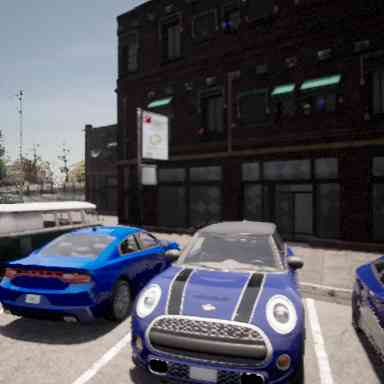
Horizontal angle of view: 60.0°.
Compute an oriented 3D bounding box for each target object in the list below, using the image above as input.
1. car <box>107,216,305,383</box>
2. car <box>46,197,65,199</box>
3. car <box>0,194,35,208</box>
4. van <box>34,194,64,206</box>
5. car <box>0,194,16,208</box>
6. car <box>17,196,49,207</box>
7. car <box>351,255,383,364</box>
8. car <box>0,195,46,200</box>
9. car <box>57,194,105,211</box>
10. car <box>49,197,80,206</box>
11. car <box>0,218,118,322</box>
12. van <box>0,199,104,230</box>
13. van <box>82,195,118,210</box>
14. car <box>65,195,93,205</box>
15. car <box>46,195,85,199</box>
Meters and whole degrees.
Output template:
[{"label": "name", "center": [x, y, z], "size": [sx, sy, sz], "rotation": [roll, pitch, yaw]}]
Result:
[{"label": "car", "center": [0.729, 1.370, 5.695], "size": [2.185, 1.767, 4.553], "rotation": [0, -1, 16]}, {"label": "car", "center": [-17.752, 1.648, 38.500], "size": [4.792, 1.488, 2.163], "rotation": [1, 1, 14]}, {"label": "car", "center": [-28.248, 1.430, 53.139], "size": [5.566, 2.045, 2.435], "rotation": [-1, -1, 14]}, {"label": "van", "center": [-24.990, 1.463, 58.156], "size": [4.442, 1.987, 1.878], "rotation": [-1, 0, 14]}, {"label": "car", "center": [-30.004, 1.428, 50.632], "size": [5.566, 2.045, 2.435], "rotation": [-1, 0, 14]}, {"label": "car", "center": [-26.605, 1.559, 55.647], "size": [4.553, 1.767, 2.185], "rotation": [-1, -1, 14]}, {"label": "car", "center": [3.151, 1.526, 3.909], "size": [2.002, 1.452, 4.674], "rotation": [0, -1, 16]}, {"label": "car", "center": [-19.359, 1.365, 36.066], "size": [5.566, 2.045, 2.435], "rotation": [1, 0, 14]}, {"label": "car", "center": [-14.421, 1.372, 43.402], "size": [5.566, 2.045, 2.435], "rotation": [1, 1, 14]}, {"label": "car", "center": [-23.178, 1.691, 60.633], "size": [4.892, 1.521, 2.231], "rotation": [-1, -1, 14]}, {"label": "car", "center": [-1.732, 1.504, 7.416], "size": [2.097, 1.535, 5.008], "rotation": [0, -1, 16]}, {"label": "van", "center": [-4.135, 1.290, 9.291], "size": [1.878, 1.987, 4.442], "rotation": [0, -1, 16]}, {"label": "van", "center": [-12.615, 1.402, 45.823], "size": [4.442, 1.987, 1.878], "rotation": [1, 0, 14]}, {"label": "car", "center": [-21.444, 1.565, 63.107], "size": [4.553, 1.767, 2.185], "rotation": [-1, 0, 14]}, {"label": "car", "center": [-16.087, 1.369, 40.956], "size": [5.566, 2.045, 2.435], "rotation": [1, 1, 14]}]
